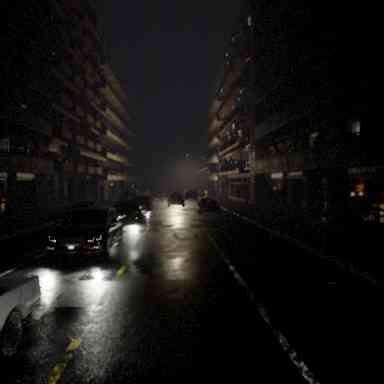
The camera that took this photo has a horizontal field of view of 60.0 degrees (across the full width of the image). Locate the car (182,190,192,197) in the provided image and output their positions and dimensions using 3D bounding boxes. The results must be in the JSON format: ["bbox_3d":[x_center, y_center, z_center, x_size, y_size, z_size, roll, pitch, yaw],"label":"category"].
[{"bbox_3d":[-1.064,0.323,72.389,1.887,1.381,4.507,-2,1,-3],"label":"car"}]

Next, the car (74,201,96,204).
[{"bbox_3d":[-6.741,1.248,20.991,1.887,1.381,4.507,-2,1,-3],"label":"car"}]

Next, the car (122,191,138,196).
[{"bbox_3d":[-7.618,0.952,37.788,1.752,1.417,4.829,-1,1,-3],"label":"car"}]

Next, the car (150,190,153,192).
[{"bbox_3d":[-8.812,0.361,60.578,2.192,1.841,5.009,-1,1,-3],"label":"car"}]

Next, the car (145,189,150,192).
[{"bbox_3d":[-8.511,0.686,54.928,1.887,1.381,4.507,-1,1,-3],"label":"car"}]

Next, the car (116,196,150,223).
[{"bbox_3d":[-4.179,1.227,22.112,1.994,1.385,4.181,-1,1,-2],"label":"car"}]

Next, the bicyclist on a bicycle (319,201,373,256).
[{"bbox_3d":[4.552,1.098,9.819,1.656,1.620,0.582,0,1,-3],"label":"bicyclist on a bicycle"}]

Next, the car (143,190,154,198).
[{"bbox_3d":[-9.396,0.398,71.895,1.887,1.381,4.507,-1,1,-3],"label":"car"}]

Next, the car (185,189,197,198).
[{"bbox_3d":[-0.185,0.382,55.415,2.192,1.841,5.009,-2,1,-3],"label":"car"}]

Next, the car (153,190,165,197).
[{"bbox_3d":[-6.605,0.322,70.251,1.837,1.490,4.892,-1,1,-3],"label":"car"}]

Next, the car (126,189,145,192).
[{"bbox_3d":[-7.927,0.645,43.611,2.192,1.841,5.009,-1,1,-3],"label":"car"}]

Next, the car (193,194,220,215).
[{"bbox_3d":[1.297,1.117,27.141,1.802,1.307,4.206,-2,1,-3],"label":"car"}]

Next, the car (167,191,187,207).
[{"bbox_3d":[-1.785,0.909,37.567,1.812,1.442,4.674,-1,1,-3],"label":"car"}]

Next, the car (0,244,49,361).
[{"bbox_3d":[-3.195,1.575,3.000,1.895,1.301,4.718,-1,1,-3],"label":"car"}]

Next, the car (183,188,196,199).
[{"bbox_3d":[-0.480,0.286,61.072,2.192,1.841,5.009,-2,1,-3],"label":"car"}]

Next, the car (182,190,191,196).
[{"bbox_3d":[-1.353,0.247,78.045,1.947,1.339,4.313,-2,1,-3],"label":"car"}]

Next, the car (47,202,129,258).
[{"bbox_3d":[-3.674,1.331,12.193,1.837,1.490,4.892,-1,1,-3],"label":"car"}]

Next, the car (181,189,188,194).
[{"bbox_3d":[-2.209,-0.047,95.014,1.947,1.339,4.313,-2,1,-3],"label":"car"}]

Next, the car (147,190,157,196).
[{"bbox_3d":[-9.986,0.224,83.209,1.947,1.339,4.313,-1,1,-3],"label":"car"}]

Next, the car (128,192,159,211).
[{"bbox_3d":[-4.703,1.037,32.661,2.033,1.411,5.357,-1,1,-3],"label":"car"}]
